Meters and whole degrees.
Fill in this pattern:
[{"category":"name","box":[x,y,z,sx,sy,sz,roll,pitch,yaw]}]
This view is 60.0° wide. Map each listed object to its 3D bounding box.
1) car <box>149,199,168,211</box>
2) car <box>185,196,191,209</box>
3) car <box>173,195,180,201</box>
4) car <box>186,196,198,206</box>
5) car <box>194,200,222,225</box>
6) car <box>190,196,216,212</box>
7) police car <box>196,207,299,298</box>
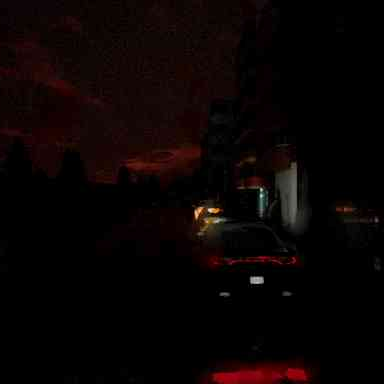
[{"category":"car","box":[-4.100,1.564,41.061,1.994,1.385,4.181,0,0,0]},{"category":"car","box":[0.025,1.491,44.505,2.128,1.511,4.902,0,0,1]},{"category":"car","box":[-4.000,1.547,87.378,2.033,1.411,5.357,0,0,0]},{"category":"car","box":[0.000,1.505,56.686,1.837,1.490,4.892,0,0,0]},{"category":"car","box":[1.200,1.456,18.751,1.801,1.575,5.366,0,0,0]},{"category":"car","box":[1.147,1.300,24.532,2.097,1.767,4.553,-3,0,0]},{"category":"police car","box":[1.188,1.420,8.673,1.930,1.638,5.238,0,0,0]}]
